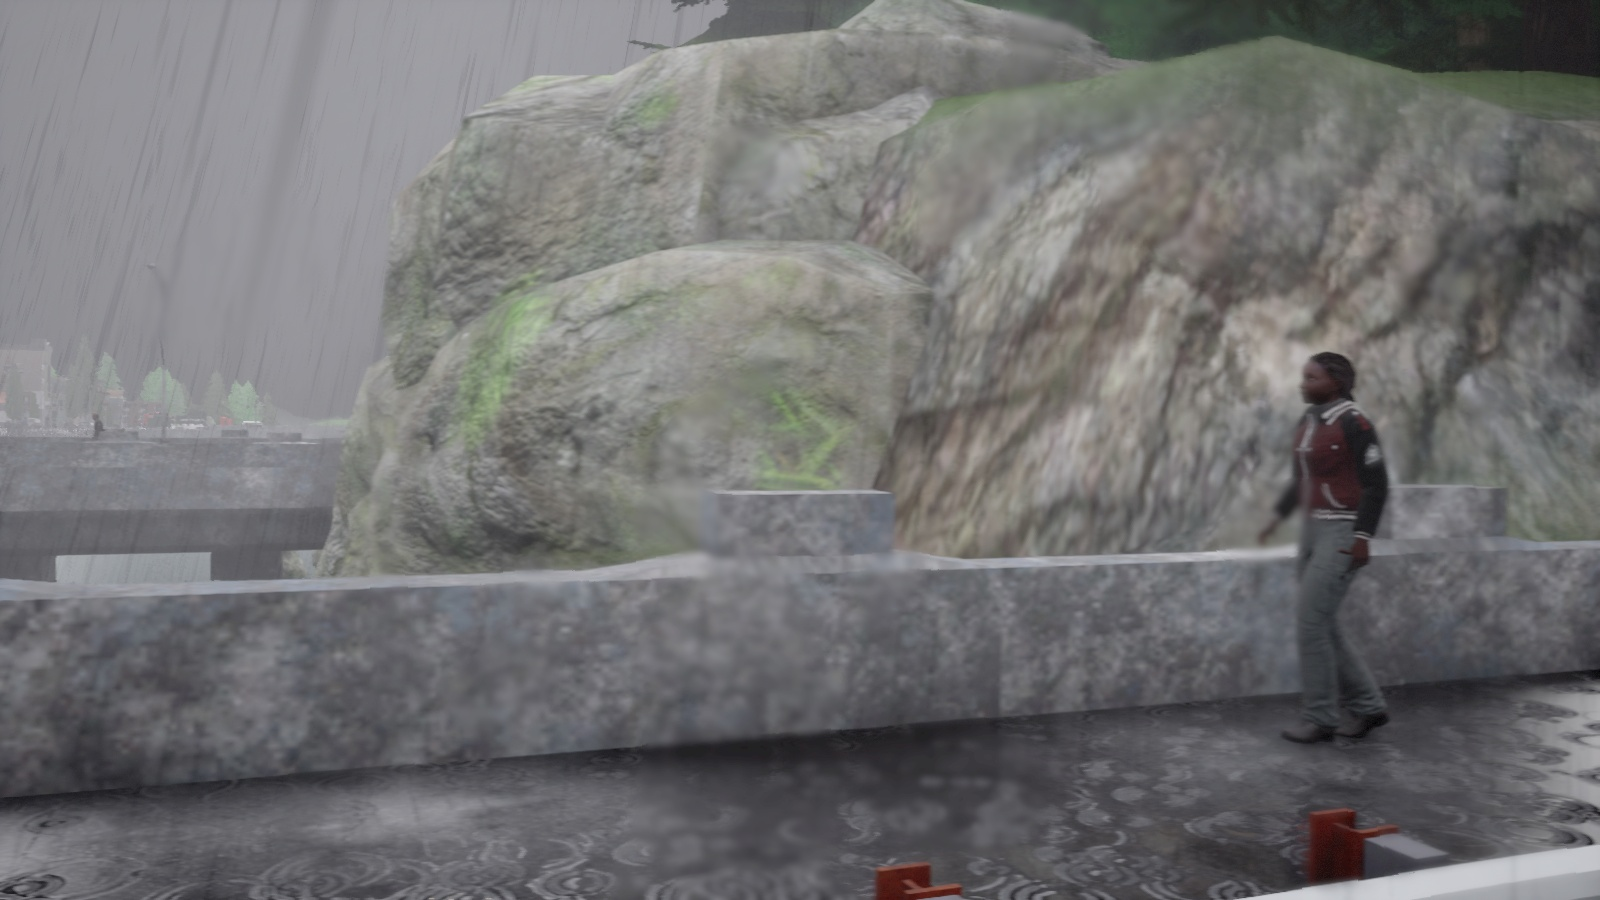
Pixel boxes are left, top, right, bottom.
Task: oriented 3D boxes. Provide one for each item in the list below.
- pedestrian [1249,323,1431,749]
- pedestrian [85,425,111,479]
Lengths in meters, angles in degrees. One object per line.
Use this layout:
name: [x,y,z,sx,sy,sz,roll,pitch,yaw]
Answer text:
pedestrian: [2.531,0.384,5.912,0.666,1.930,0.402,-1,1,-6]
pedestrian: [-24.405,0.061,43.678,0.720,1.854,0.376,-1,1,-21]
